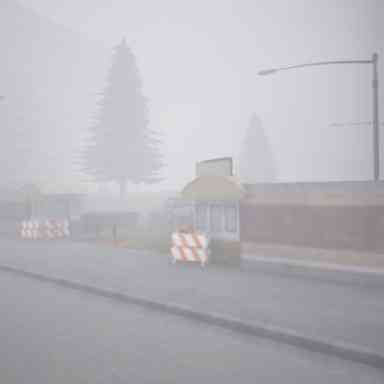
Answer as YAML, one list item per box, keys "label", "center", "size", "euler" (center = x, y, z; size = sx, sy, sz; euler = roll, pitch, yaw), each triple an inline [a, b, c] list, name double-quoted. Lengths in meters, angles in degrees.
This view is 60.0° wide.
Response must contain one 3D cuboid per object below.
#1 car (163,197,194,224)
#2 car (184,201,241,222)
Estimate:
- label: "car"
  center: [-0.368, 1.313, 24.501]
  size: [3.866, 1.878, 1.905]
  euler: [-1, 0, 35]
- label: "car"
  center: [1.571, 1.498, 26.559]
  size: [4.193, 1.474, 1.816]
  euler: [-1, 0, 35]
